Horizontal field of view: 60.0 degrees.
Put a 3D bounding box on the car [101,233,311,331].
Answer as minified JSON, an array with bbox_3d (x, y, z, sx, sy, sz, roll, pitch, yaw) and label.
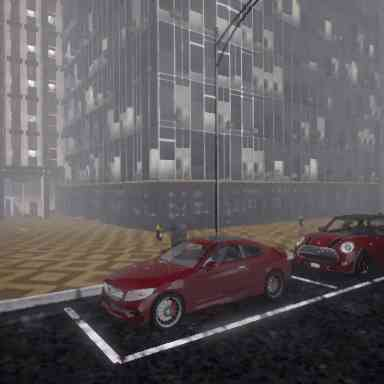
[{"bbox_3d":[0.294,1.580,6.778,4.206,1.307,1.802,0,-1,-35],"label":"car"}]

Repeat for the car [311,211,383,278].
[{"bbox_3d":[4.921,1.437,10.080,4.097,1.590,1.967,0,-1,-35],"label":"car"}]
